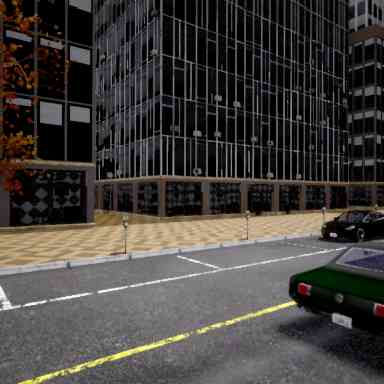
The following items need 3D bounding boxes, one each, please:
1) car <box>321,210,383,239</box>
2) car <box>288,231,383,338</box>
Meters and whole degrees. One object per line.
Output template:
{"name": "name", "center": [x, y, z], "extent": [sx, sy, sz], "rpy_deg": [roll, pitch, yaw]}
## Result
{"name": "car", "center": [8.140, 1.564, 16.226], "extent": [4.313, 1.339, 1.947], "rpy_deg": [0, 0, -36]}
{"name": "car", "center": [4.016, 1.600, 6.176], "extent": [4.718, 1.301, 1.895], "rpy_deg": [0, 0, -35]}
